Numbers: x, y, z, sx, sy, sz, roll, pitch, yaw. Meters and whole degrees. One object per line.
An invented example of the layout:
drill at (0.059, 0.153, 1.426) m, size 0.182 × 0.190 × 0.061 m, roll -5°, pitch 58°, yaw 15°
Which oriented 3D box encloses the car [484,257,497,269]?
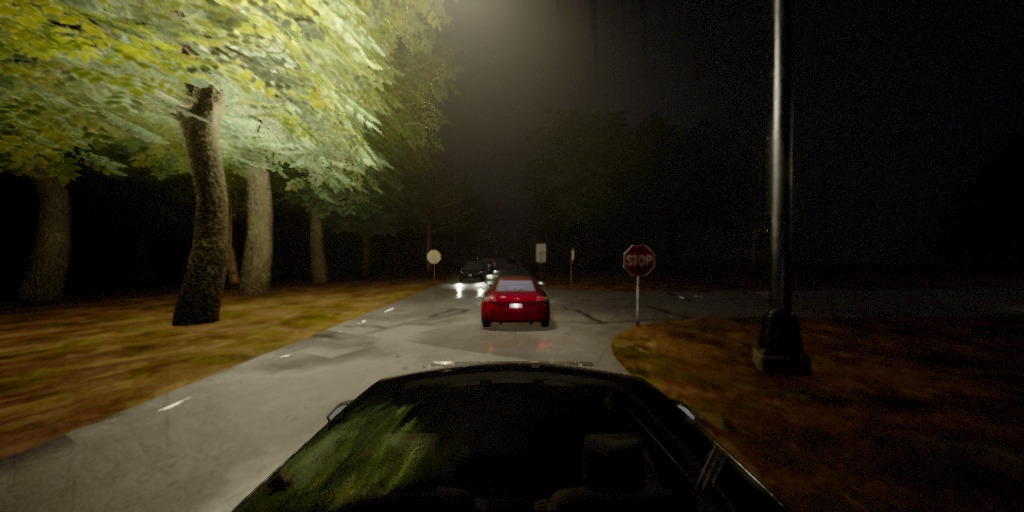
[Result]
car at (-3.096, 1.019, 38.999) m, size 2.097 × 1.767 × 4.553 m, roll 0°, pitch 0°, yaw 0°

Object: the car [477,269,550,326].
car at (0.100, 1.304, 11.664) m, size 1.994 × 1.385 × 4.181 m, roll 0°, pitch 0°, yaw 0°

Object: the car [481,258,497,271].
car at (-3.091, 1.097, 49.020) m, size 1.882 × 1.535 × 5.008 m, roll 0°, pitch 1°, yaw 0°

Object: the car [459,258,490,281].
car at (-3.096, 1.172, 29.199) m, size 1.882 × 1.535 × 5.008 m, roll 0°, pitch 0°, yaw 0°
